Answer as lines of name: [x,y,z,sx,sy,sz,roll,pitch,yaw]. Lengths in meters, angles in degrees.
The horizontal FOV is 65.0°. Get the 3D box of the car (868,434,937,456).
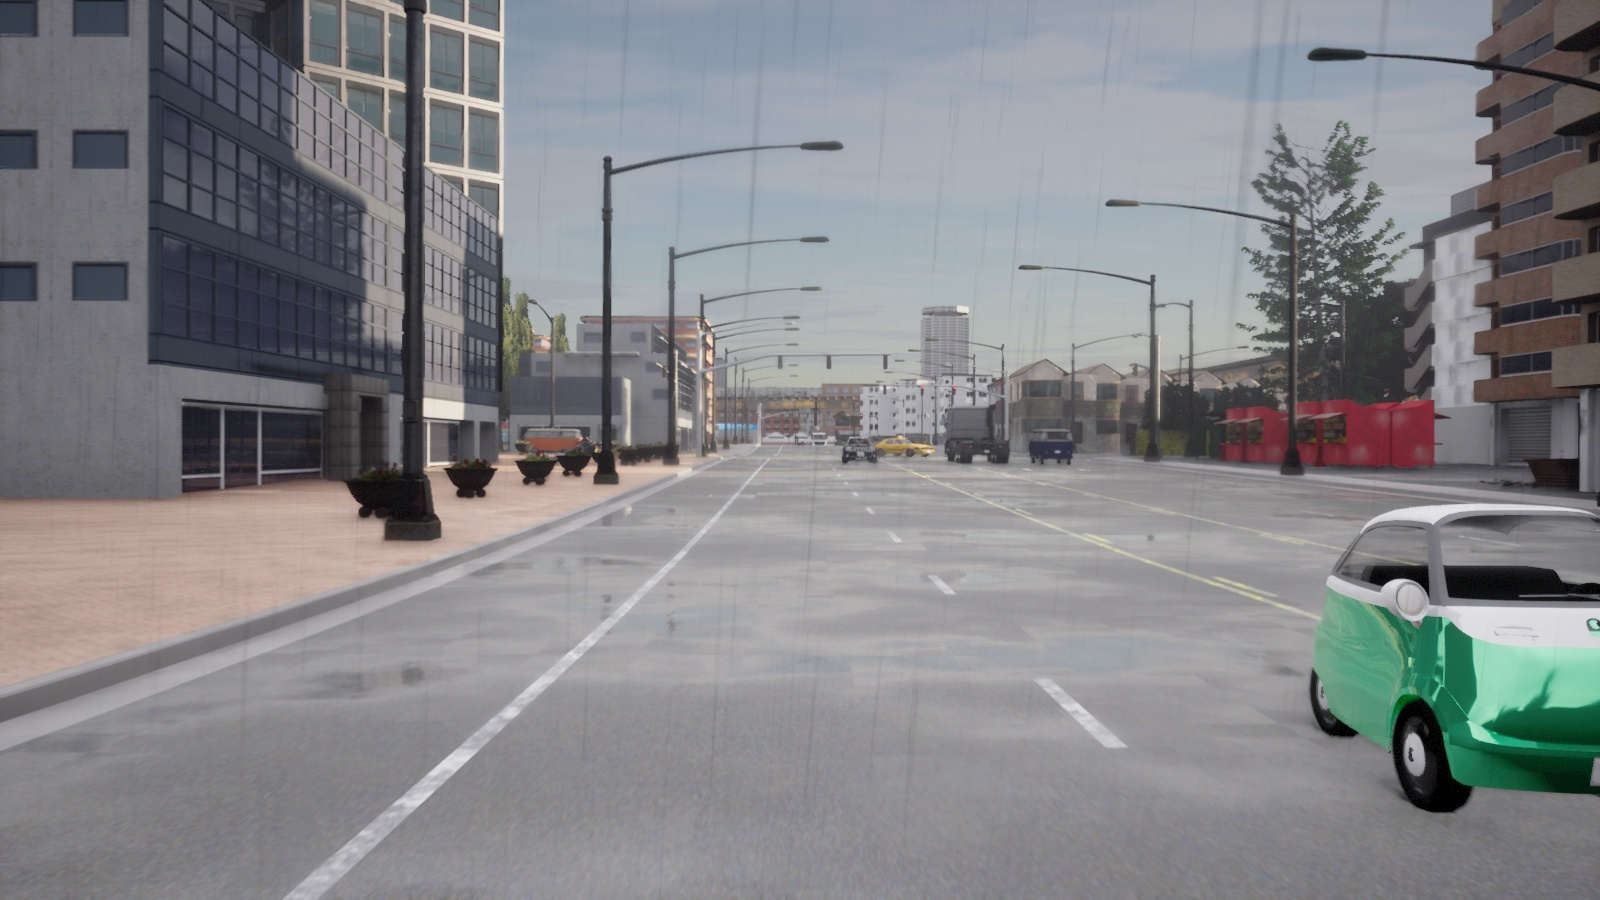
car: [7.480,-0.351,92.423,1.801,1.575,5.366,0,0,-40]

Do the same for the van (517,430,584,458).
van: [-17.982,-0.437,90.682,4.442,1.987,1.775,0,0,0]

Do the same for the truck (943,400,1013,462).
truck: [10.313,-1.105,73.524,2.891,3.462,7.936,0,1,0]

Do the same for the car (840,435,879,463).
car: [3.324,-0.083,70.564,1.970,1.475,3.806,0,1,0]

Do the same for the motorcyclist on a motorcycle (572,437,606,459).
motorcyclist on a motorcycle: [-14.665,-0.155,87.169,2.191,1.530,0.866,0,0,0]

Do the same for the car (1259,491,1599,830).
car: [3.485,0.920,6.389,1.481,1.376,2.207,0,-1,0]

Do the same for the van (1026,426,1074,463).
van: [13.825,-0.331,69.643,1.775,1.987,4.442,0,1,0]
